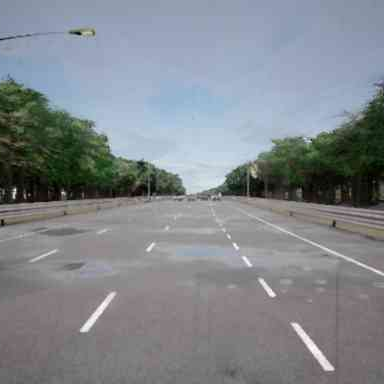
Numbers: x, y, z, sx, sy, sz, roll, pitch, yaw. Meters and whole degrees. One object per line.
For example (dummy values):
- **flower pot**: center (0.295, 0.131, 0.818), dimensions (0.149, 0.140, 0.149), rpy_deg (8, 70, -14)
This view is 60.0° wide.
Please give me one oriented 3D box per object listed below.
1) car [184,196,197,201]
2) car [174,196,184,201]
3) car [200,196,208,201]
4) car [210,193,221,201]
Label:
- **car**: center (-0.263, 1.789, 89.002), dimensions (2.033, 1.411, 5.357), rpy_deg (0, 0, 3)
- **car**: center (-3.757, 1.842, 89.217), dimensions (1.895, 1.301, 4.718), rpy_deg (0, 0, 3)
- **car**: center (3.340, 1.771, 90.897), dimensions (1.837, 1.490, 4.892), rpy_deg (0, 0, 3)
- **car**: center (6.596, 1.621, 89.860), dimensions (2.097, 1.767, 4.553), rpy_deg (0, 0, 1)
